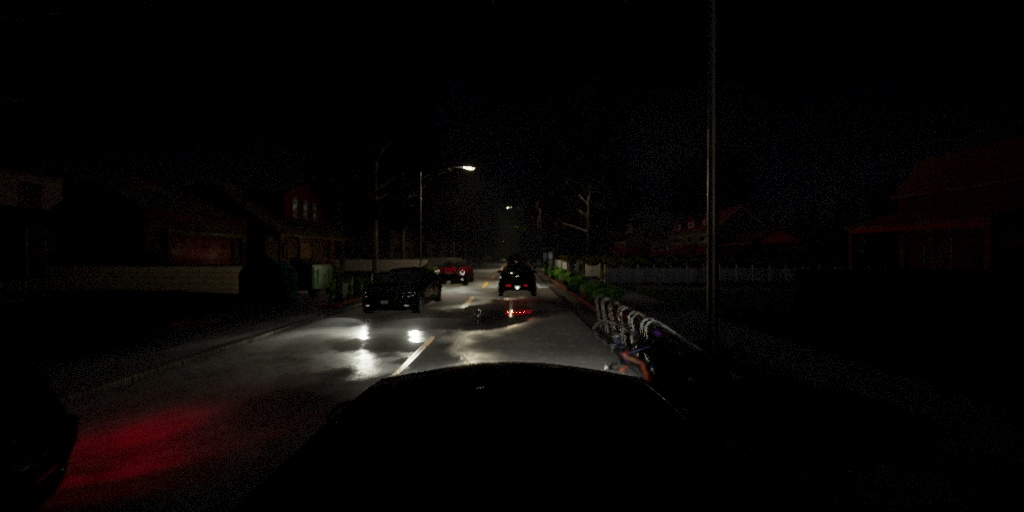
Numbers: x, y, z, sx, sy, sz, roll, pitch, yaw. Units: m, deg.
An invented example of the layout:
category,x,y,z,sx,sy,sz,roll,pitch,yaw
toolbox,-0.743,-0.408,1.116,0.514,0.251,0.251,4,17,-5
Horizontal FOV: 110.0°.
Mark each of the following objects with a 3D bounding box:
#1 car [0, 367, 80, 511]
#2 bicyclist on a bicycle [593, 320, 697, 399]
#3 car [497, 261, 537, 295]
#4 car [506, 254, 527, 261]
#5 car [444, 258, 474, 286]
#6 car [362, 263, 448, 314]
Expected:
category,x,y,z,sx,sy,sz,roll,pitch,yaw
car,-4.112,1.260,0.517,1.837,1.490,4.892,0,0,1
bicyclist on a bicycle,1.854,1.499,4.978,1.656,0.582,1.620,18,26,14
car,0.275,1.183,19.068,1.837,1.490,4.892,0,0,1
car,0.504,0.803,41.897,2.150,2.045,5.566,0,0,1
car,-3.848,1.008,24.242,2.097,1.767,4.553,0,0,1
car,-3.973,1.178,13.719,1.882,1.535,5.008,0,0,1
